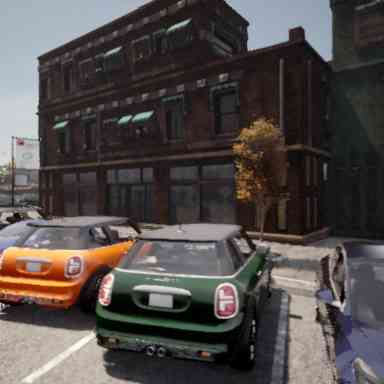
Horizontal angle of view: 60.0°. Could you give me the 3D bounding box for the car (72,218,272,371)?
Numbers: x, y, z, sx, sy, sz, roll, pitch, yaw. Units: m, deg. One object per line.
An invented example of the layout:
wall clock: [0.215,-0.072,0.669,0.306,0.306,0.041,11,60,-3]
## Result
car: [0.256,1.342,6.019,2.185,1.767,4.553,0,-1,17]

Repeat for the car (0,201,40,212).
car: [-6.888,1.353,11.523,2.185,1.767,4.553,0,0,17]

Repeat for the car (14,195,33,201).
car: [-24.566,1.512,44.769,4.792,1.488,2.163,1,1,15]

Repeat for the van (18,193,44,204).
van: [-31.324,1.252,64.594,4.442,1.987,1.878,-1,0,16]

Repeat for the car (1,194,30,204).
car: [-32.999,1.361,62.125,4.553,1.767,2.185,-1,-1,16]

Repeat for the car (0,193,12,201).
car: [-26.232,1.241,42.373,5.566,2.045,2.435,1,0,16]

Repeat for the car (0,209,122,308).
car: [-2.134,1.345,7.834,2.185,1.767,4.553,0,-1,17]

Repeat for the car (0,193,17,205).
car: [-34.704,1.244,59.658,5.566,2.045,2.435,-1,-1,15]

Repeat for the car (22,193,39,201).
car: [-22.842,1.222,47.183,5.566,2.045,2.435,1,1,16]

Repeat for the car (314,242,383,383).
car: [2.659,1.496,4.200,2.163,1.488,4.792,0,0,17]
